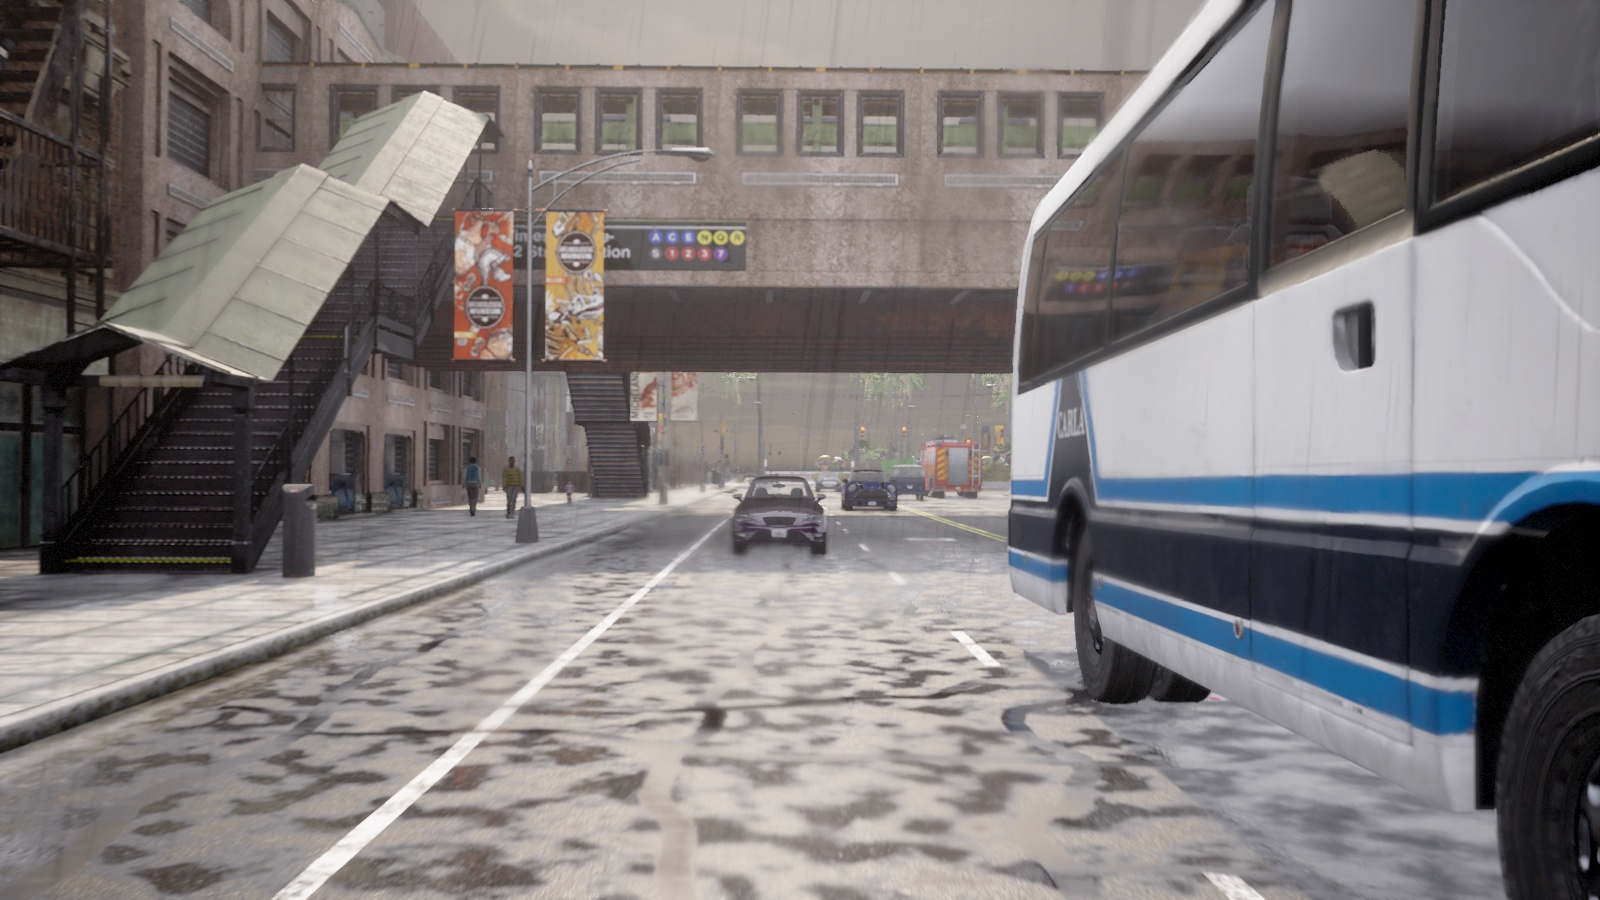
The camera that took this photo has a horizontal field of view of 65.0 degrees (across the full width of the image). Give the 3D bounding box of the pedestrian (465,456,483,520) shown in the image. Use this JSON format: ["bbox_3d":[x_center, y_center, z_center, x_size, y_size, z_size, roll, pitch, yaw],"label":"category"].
[{"bbox_3d":[-9.935,1.164,38.276,0.396,1.930,0.692,0,-1,-5],"label":"pedestrian"}]

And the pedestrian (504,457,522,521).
[{"bbox_3d":[-8.273,1.122,36.211,0.431,1.840,0.709,0,-1,-18],"label":"pedestrian"}]

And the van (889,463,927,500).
[{"bbox_3d":[6.050,1.758,70.858,1.775,1.987,4.442,0,-1,0],"label":"van"}]

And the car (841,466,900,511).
[{"bbox_3d":[2.871,1.550,51.892,2.097,1.767,4.553,0,-1,-1],"label":"car"}]

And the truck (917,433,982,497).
[{"bbox_3d":[9.410,0.983,79.938,2.891,3.827,8.468,0,-1,-2],"label":"truck"}]

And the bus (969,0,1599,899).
[{"bbox_3d":[3.471,-0.471,5.993,3.944,4.253,10.273,0,-1,0],"label":"bus"}]

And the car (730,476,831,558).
[{"bbox_3d":[-0.381,1.256,24.882,1.816,1.474,4.193,0,-1,-1],"label":"car"}]

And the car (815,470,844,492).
[{"bbox_3d":[2.255,2.416,98.183,2.033,1.649,4.856,0,-1,-1],"label":"car"}]
